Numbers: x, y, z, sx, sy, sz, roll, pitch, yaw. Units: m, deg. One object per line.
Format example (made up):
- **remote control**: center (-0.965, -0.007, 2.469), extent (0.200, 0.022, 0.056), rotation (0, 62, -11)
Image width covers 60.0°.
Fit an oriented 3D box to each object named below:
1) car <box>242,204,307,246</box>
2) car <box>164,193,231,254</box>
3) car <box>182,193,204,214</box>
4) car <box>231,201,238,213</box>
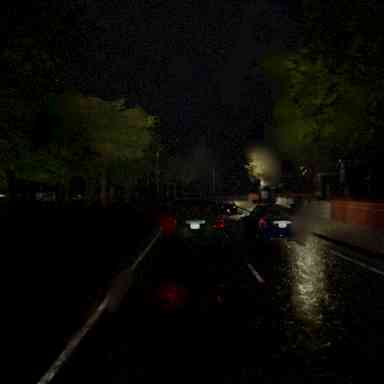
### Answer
- **car**: center (3.600, 1.336, 15.336), extent (2.097, 1.767, 4.553), rotation (0, 0, 0)
- **car**: center (0.100, 1.209, 13.524), extent (2.150, 2.045, 5.566), rotation (0, 0, 0)
- **car**: center (0.100, 1.138, 35.487), extent (2.150, 2.045, 5.566), rotation (0, 0, 0)
- **car**: center (3.606, 1.519, 35.085), extent (1.895, 1.301, 4.718), rotation (0, 0, 0)
